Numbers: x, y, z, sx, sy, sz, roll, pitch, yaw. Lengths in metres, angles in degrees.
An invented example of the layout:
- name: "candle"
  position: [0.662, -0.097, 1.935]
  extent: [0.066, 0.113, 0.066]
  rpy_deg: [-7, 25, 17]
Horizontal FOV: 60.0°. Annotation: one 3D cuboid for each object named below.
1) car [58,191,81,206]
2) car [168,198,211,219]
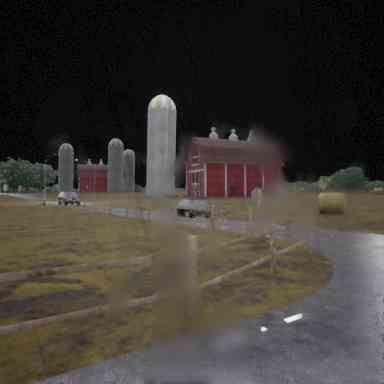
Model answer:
- name: "car"
  position: [-18.500, 0.964, 49.978]
  extent: [2.150, 2.045, 5.566]
  rpy_deg: [2, 0, -35]
- name: "car"
  position: [-0.282, 1.339, 28.577]
  extent: [2.097, 1.767, 4.553]
  rpy_deg: [1, -1, -30]
